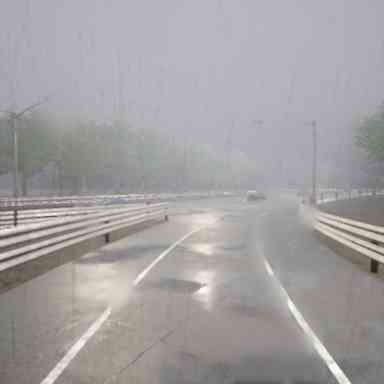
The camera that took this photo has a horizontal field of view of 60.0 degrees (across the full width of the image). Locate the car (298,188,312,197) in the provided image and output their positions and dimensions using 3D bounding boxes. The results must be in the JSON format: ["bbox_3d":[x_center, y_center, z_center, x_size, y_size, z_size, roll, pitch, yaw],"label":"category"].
[{"bbox_3d":[25.073,0.088,72.991,2.150,2.045,5.566,1,2,37],"label":"car"}]

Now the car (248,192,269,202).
[{"bbox_3d":[10.699,0.807,53.740,1.837,1.490,4.892,1,2,37],"label":"car"}]

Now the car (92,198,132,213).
[{"bbox_3d":[-6.728,1.314,30.379,1.882,1.535,5.008,1,2,37],"label":"car"}]
